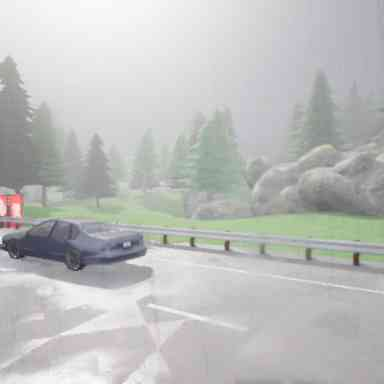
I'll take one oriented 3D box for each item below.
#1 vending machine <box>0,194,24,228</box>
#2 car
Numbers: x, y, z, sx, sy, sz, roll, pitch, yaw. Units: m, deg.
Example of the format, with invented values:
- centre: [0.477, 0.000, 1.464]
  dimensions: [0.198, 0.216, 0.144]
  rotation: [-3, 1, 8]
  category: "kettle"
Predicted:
- centre: [-11.440, 1.156, 21.098]
  dimensions: [0.880, 2.100, 1.100]
  rotation: [0, 0, 30]
  category: "vending machine"
- centre: [-3.951, 1.524, 10.746]
  dimensions: [5.357, 1.411, 2.033]
  rotation: [0, 0, 33]
  category: "car"
